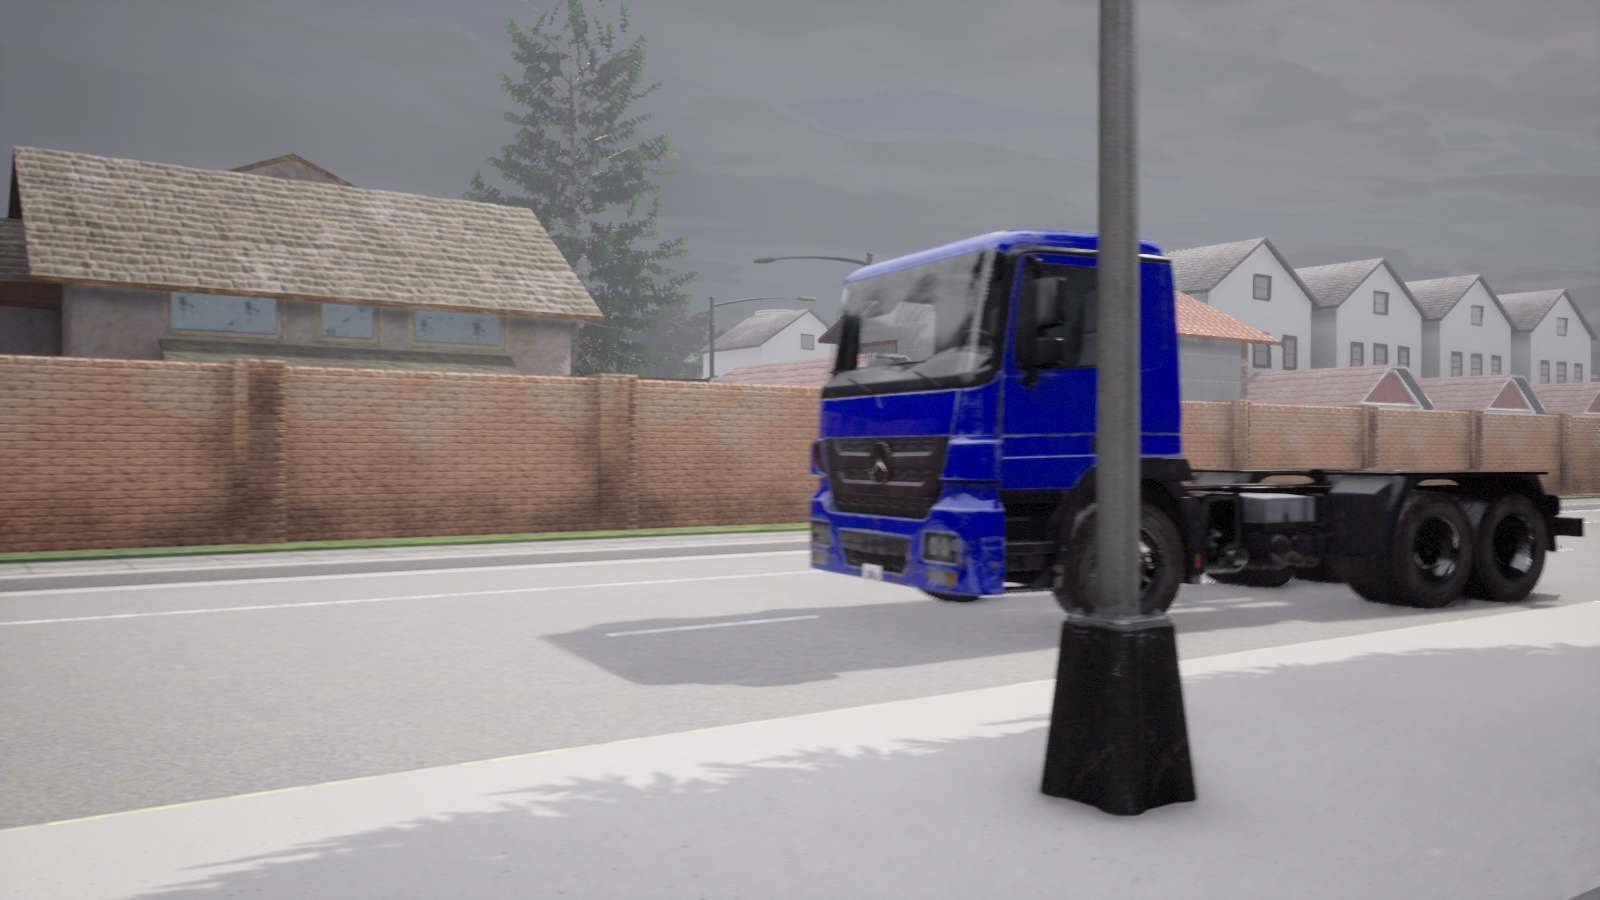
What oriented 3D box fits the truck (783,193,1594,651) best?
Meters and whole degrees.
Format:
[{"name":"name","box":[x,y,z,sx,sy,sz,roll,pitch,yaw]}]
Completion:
[{"name":"truck","box":[4.040,-0.215,12.555,7.936,3.462,2.891,0,0,-27]}]
